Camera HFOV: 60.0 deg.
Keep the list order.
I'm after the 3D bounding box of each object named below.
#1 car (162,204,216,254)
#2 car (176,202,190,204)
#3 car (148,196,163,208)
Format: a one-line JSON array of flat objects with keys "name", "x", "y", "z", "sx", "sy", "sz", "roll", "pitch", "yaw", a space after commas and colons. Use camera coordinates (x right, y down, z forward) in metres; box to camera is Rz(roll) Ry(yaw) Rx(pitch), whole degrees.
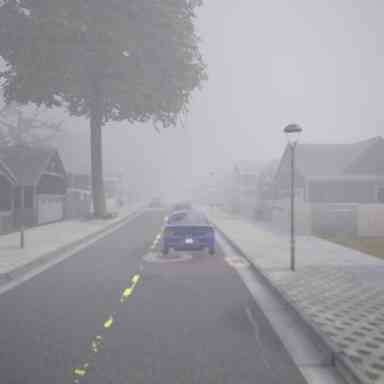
[{"name": "car", "x": -0.147, "y": 1.466, "z": 13.470, "sx": 1.882, "sy": 1.535, "sz": 5.008, "roll": 0, "pitch": 0, "yaw": -1}, {"name": "car", "x": -0.780, "y": 1.566, "z": 28.229, "sx": 1.994, "sy": 1.385, "sz": 4.181, "roll": 0, "pitch": 0, "yaw": -3}, {"name": "car", "x": -5.374, "y": 1.442, "z": 49.401, "sx": 2.097, "sy": 1.767, "sz": 4.553, "roll": 0, "pitch": 0, "yaw": -6}]
